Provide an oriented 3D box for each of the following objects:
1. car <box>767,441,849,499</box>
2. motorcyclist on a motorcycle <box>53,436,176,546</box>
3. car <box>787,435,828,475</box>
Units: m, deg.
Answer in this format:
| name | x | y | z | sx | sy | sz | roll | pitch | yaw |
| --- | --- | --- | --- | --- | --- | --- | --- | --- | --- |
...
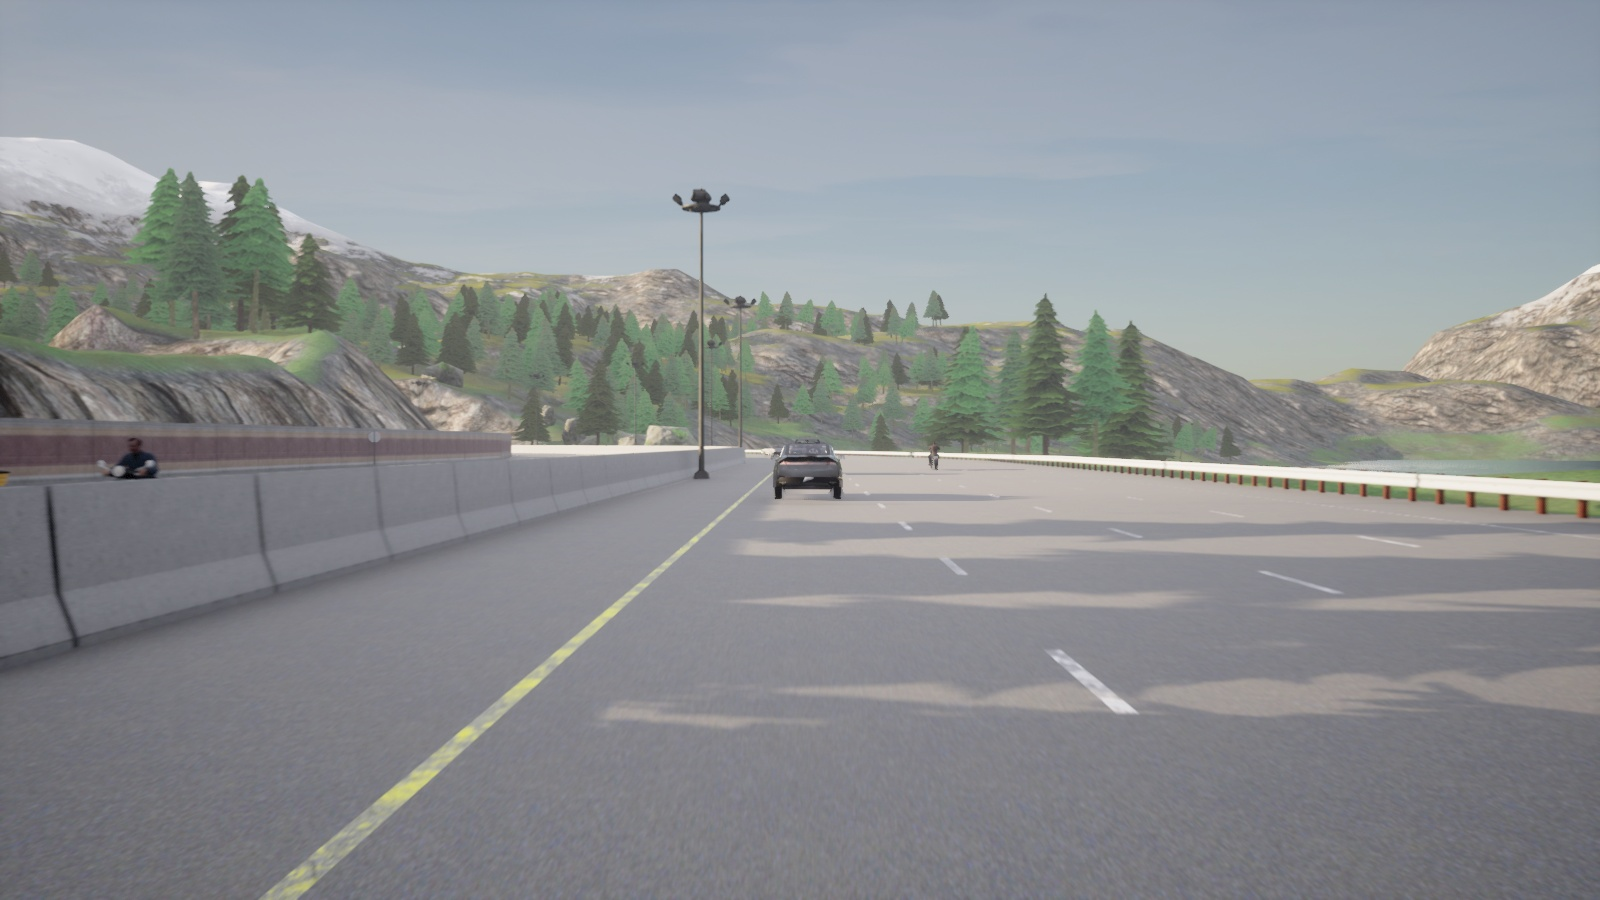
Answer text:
| name | x | y | z | sx | sy | sz | roll | pitch | yaw |
| --- | --- | --- | --- | --- | --- | --- | --- | --- | --- |
| car | 0.217 | 0.507 | 35.076 | 2.128 | 1.511 | 4.902 | 0 | 0 | 0 |
| motorcyclist on a motorcycle | -10.375 | 0.585 | 19.096 | 0.866 | 1.590 | 1.817 | 0 | 0 | 0 |
| car | 0.369 | 0.220 | 61.588 | 1.932 | 1.855 | 4.605 | 0 | 0 | 0 |
